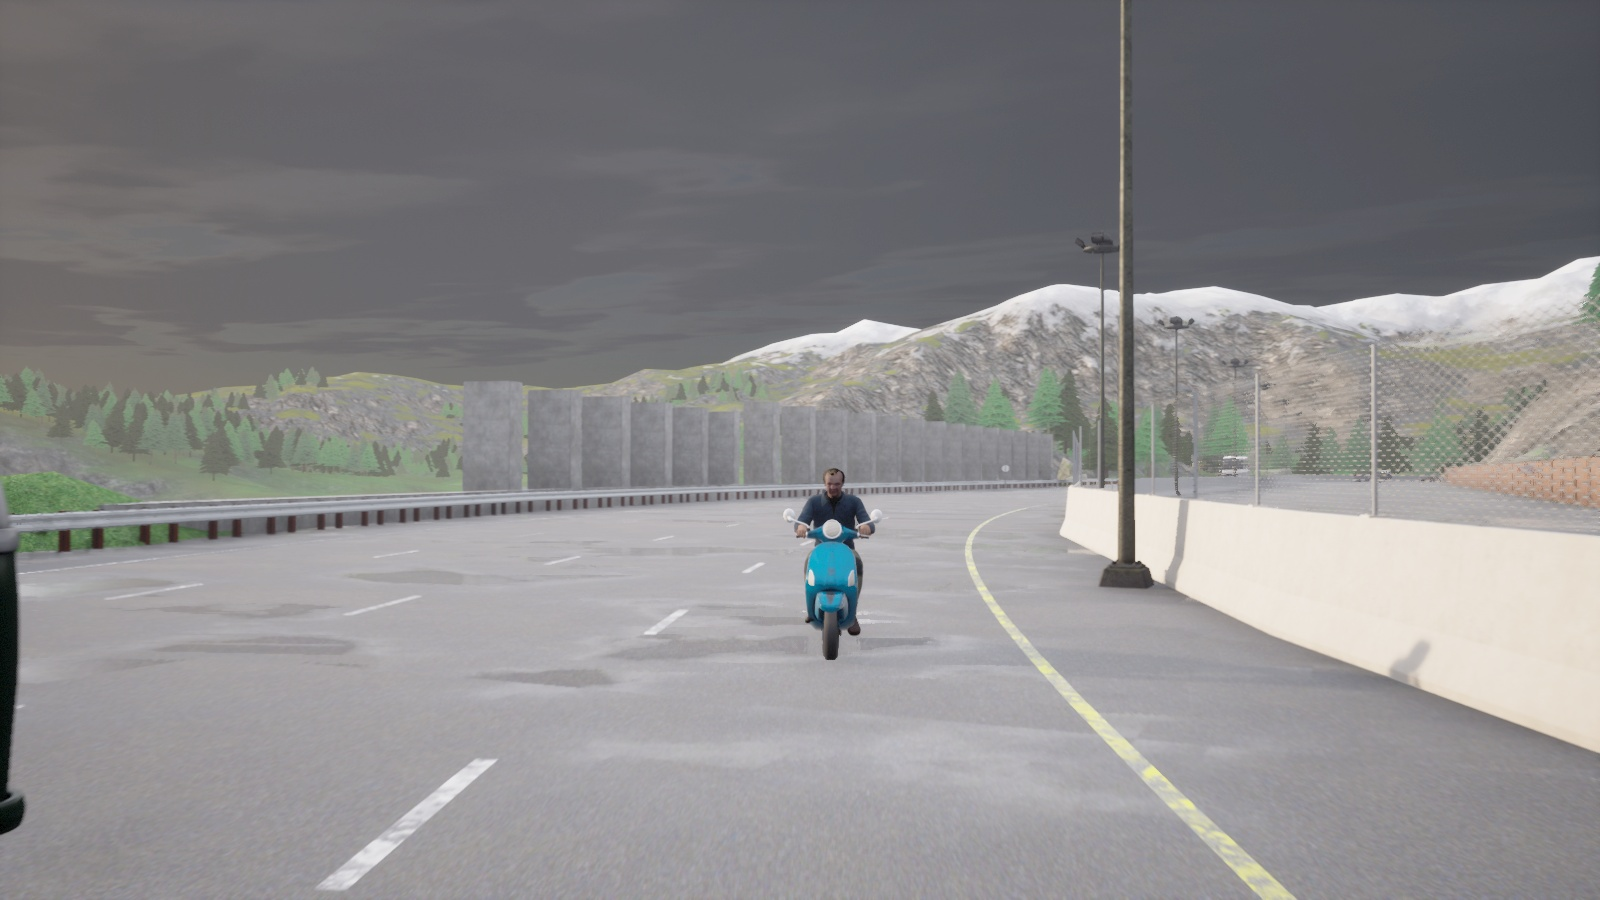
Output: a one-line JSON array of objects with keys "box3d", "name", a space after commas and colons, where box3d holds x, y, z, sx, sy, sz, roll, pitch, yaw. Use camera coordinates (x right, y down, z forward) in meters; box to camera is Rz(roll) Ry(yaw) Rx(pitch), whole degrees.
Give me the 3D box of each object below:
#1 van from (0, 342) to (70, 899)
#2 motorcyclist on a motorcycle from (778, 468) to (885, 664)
[{"box3d": [-3.508, 0.618, 2.249, 1.775, 1.987, 4.442, 0, -1, 1], "name": "van"}, {"box3d": [0.304, 0.953, 11.116, 0.866, 1.590, 1.817, 0, -1, 3], "name": "motorcyclist on a motorcycle"}]
